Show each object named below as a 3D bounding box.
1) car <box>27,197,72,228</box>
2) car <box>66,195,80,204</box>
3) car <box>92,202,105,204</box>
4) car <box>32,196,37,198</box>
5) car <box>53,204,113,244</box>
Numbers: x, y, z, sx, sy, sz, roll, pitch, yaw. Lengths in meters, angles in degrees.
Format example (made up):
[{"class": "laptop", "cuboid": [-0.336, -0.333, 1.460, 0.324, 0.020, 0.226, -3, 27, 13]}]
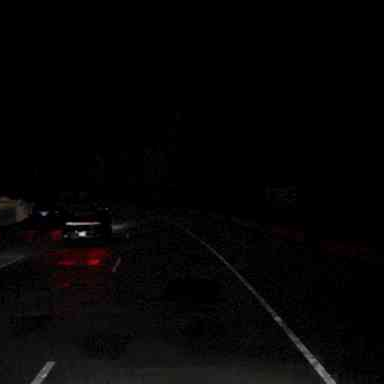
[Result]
[{"class": "car", "cuboid": [-10.186, 1.494, 23.807, 2.097, 1.767, 4.553, 0, 0, -14]}, {"class": "car", "cuboid": [-26.153, 1.644, 71.745, 2.150, 2.045, 5.566, 0, 0, -41]}, {"class": "car", "cuboid": [-9.797, 1.747, 34.756, 2.033, 1.411, 5.357, 0, 0, -20]}, {"class": "car", "cuboid": [-41.035, 1.681, 84.660, 4.553, 1.767, 2.097, 0, 0, 38]}, {"class": "car", "cuboid": [-5.078, 1.588, 16.588, 2.128, 1.511, 4.902, 0, 0, -9]}]
